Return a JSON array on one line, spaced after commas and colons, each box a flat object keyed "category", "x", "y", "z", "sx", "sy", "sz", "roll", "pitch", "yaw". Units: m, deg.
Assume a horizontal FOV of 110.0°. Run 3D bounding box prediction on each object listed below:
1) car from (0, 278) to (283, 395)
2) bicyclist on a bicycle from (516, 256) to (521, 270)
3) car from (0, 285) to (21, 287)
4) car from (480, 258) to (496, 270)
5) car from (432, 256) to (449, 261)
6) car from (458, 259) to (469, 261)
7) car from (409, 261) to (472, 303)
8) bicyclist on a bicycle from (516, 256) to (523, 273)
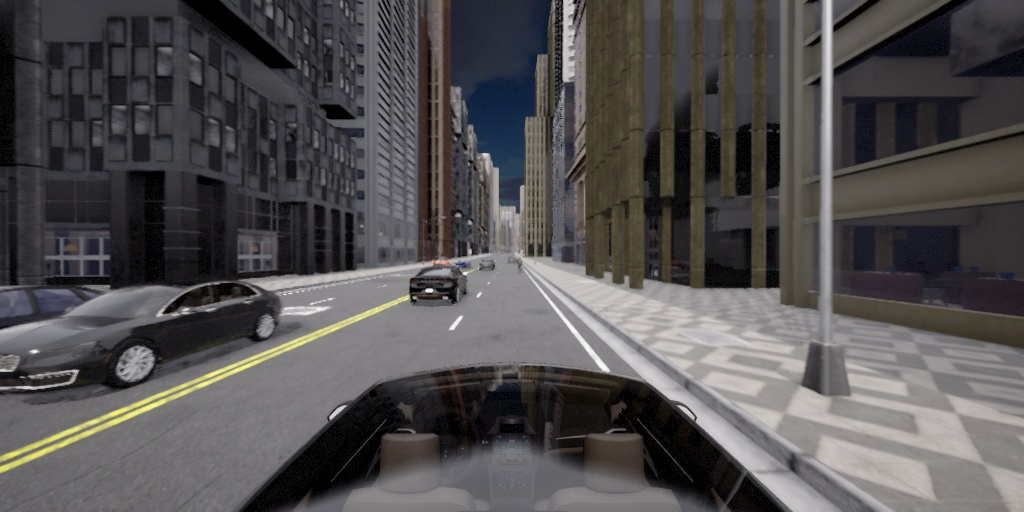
[{"category": "car", "x": -6.601, "y": 1.232, "z": 6.905, "sx": 1.837, "sy": 1.490, "sz": 4.892, "roll": 0, "pitch": 0, "yaw": 0}, {"category": "bicyclist on a bicycle", "x": 0.887, "y": 0.878, "z": 47.568, "sx": 0.659, "sy": 1.776, "sz": 1.843, "roll": 0, "pitch": 1, "yaw": 0}, {"category": "car", "x": -9.849, "y": 1.275, "z": 6.718, "sx": 2.033, "sy": 1.411, "sz": 5.357, "roll": 0, "pitch": 0, "yaw": 0}, {"category": "car", "x": -3.156, "y": 1.005, "z": 46.859, "sx": 2.128, "sy": 1.511, "sz": 4.902, "roll": 0, "pitch": 0, "yaw": 0}, {"category": "car", "x": -9.827, "y": 0.847, "z": 49.162, "sx": 2.097, "sy": 1.767, "sz": 4.553, "roll": 0, "pitch": 0, "yaw": 0}, {"category": "car", "x": -6.584, "y": 1.103, "z": 48.263, "sx": 1.895, "sy": 1.301, "sz": 4.718, "roll": 0, "pitch": 0, "yaw": 0}, {"category": "car", "x": -3.152, "y": 1.162, "z": 16.159, "sx": 1.882, "sy": 1.535, "sz": 5.008, "roll": 0, "pitch": 0, "yaw": 0}, {"category": "bicyclist on a bicycle", "x": 0.888, "y": 1.025, "z": 38.447, "sx": 0.582, "sy": 1.620, "sz": 1.656, "roll": 0, "pitch": 0, "yaw": 0}]
